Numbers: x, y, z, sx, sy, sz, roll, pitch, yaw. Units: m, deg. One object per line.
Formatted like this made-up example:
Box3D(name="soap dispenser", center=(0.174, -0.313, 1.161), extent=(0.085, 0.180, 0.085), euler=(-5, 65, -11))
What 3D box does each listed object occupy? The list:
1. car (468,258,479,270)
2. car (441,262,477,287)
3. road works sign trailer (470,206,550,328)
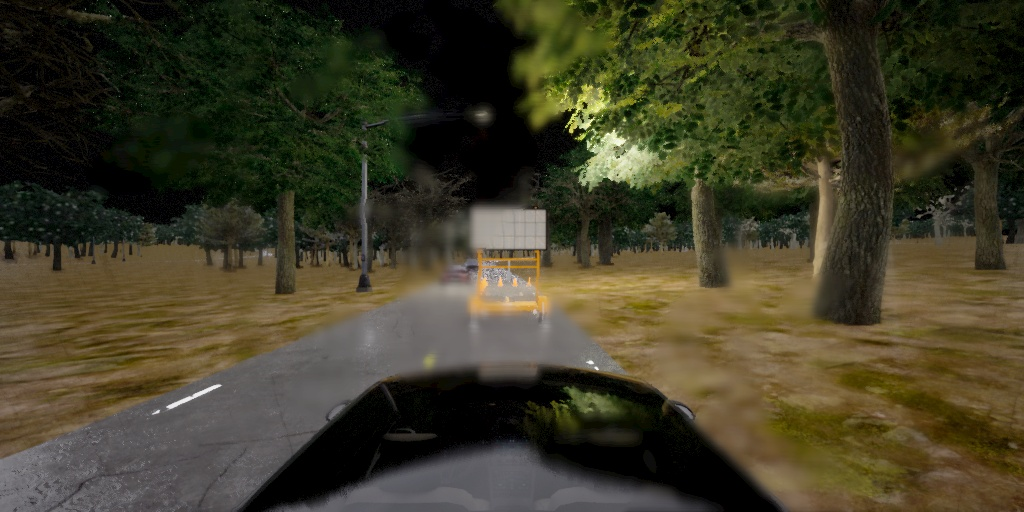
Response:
Box3D(name="car", center=(-5.512, 1.235, 50.974), extent=(2.097, 1.767, 4.553), euler=(0, 0, -5))
Box3D(name="car", center=(-3.745, 1.347, 25.038), extent=(1.994, 1.385, 4.181), euler=(0, 0, -3))
Box3D(name="road works sign trailer", center=(-0.093, 0.224, 11.424), extent=(2.380, 3.560, 2.880), euler=(0, 0, -2))
